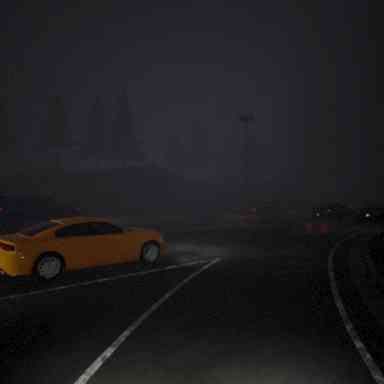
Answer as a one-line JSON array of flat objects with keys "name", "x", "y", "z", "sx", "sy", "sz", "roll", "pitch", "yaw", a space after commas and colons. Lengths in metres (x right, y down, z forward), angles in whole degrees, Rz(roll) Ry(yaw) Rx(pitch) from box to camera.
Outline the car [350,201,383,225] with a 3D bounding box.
[{"name": "car", "x": 13.660, "y": 1.583, "z": 24.350, "sx": 4.181, "sy": 1.385, "sz": 1.994, "roll": 0, "pitch": 0, "yaw": -42}]

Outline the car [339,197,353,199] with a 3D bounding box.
[{"name": "car", "x": 24.340, "y": 1.532, "z": 52.176, "sx": 4.902, "sy": 1.511, "sz": 2.128, "roll": 0, "pitch": 0, "yaw": -41}]

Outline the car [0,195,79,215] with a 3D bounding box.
[{"name": "car", "x": -10.324, "y": 1.233, "z": 22.236, "sx": 5.566, "sy": 2.045, "sz": 2.150, "roll": 1, "pitch": 0, "yaw": -41}]

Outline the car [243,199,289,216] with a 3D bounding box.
[{"name": "car", "x": 7.703, "y": 1.502, "z": 33.179, "sx": 5.008, "sy": 1.535, "sz": 1.882, "roll": 0, "pitch": 0, "yaw": -41}]

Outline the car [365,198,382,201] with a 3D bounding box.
[{"name": "car", "x": 27.473, "y": 1.603, "z": 50.257, "sx": 4.181, "sy": 1.385, "sz": 1.994, "roll": 0, "pitch": 0, "yaw": -41}]

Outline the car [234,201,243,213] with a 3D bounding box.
[{"name": "car", "x": 6.665, "y": 1.553, "z": 36.908, "sx": 4.674, "sy": 1.442, "sz": 1.812, "roll": 0, "pitch": 0, "yaw": -41}]

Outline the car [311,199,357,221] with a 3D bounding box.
[{"name": "car", "x": 11.470, "y": 1.546, "z": 27.185, "sx": 4.674, "sy": 1.442, "sz": 1.812, "roll": 0, "pitch": 0, "yaw": -41}]

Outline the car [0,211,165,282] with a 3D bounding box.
[{"name": "car", "x": -3.100, "y": 1.484, "z": 9.976, "sx": 5.008, "sy": 1.535, "sz": 1.882, "roll": 0, "pitch": 0, "yaw": -41}]
